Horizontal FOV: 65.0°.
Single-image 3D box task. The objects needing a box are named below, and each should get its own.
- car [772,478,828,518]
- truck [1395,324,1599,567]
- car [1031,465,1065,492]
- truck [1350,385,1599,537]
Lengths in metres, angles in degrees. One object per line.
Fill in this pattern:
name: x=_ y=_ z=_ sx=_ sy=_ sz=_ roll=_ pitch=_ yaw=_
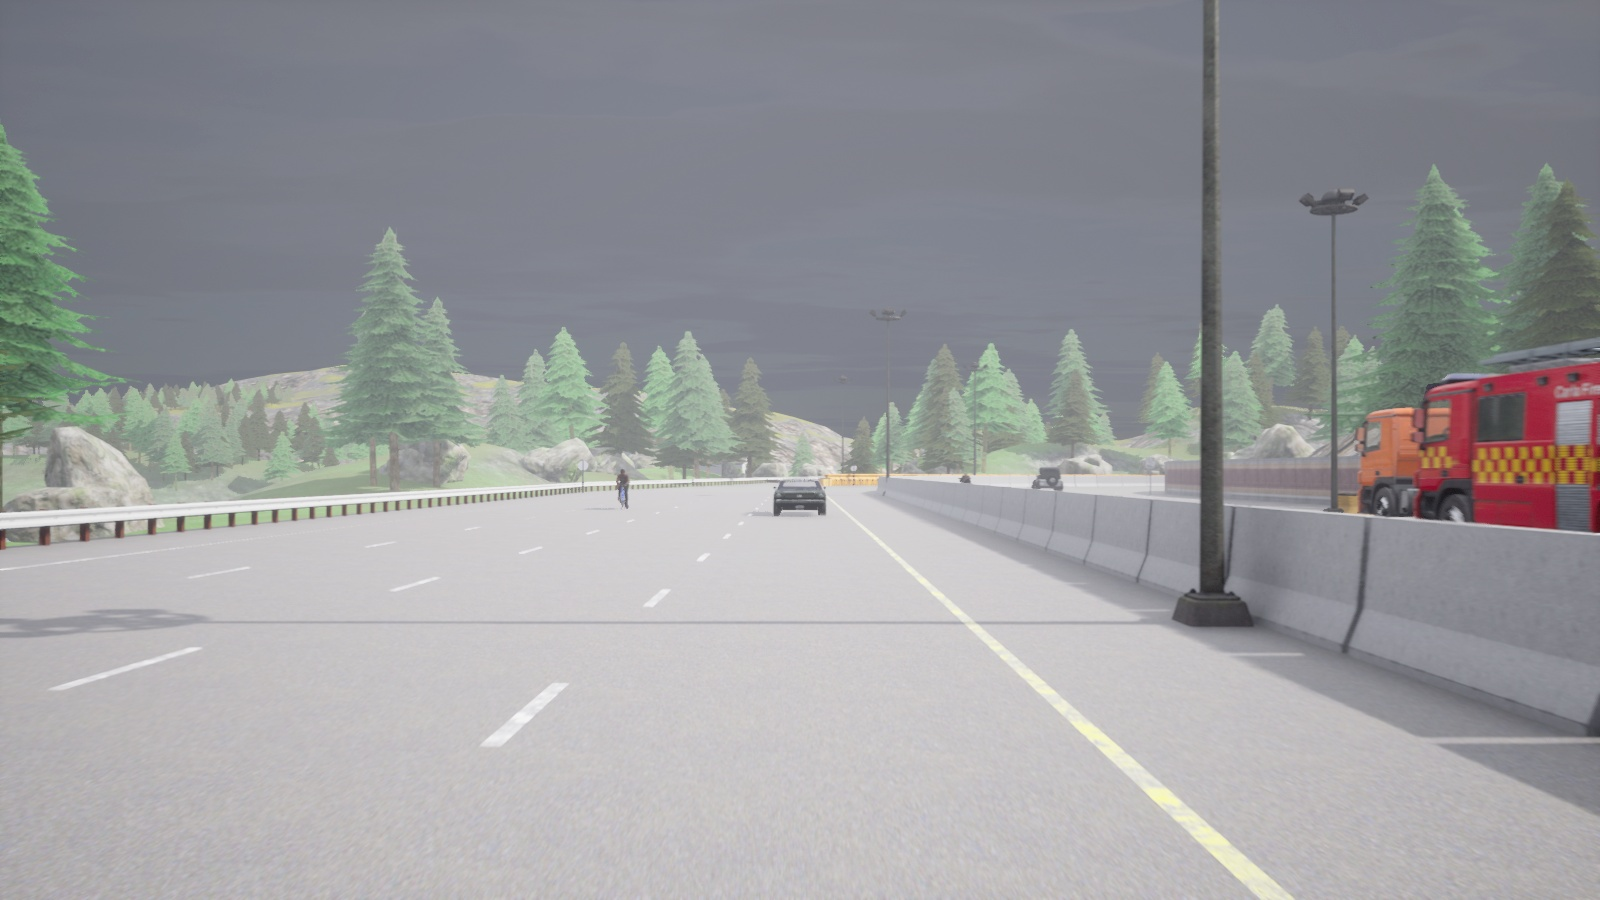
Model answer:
car: x=-0.008 y=1.661 z=44.589 sx=1.895 sy=1.301 sz=4.718 roll=0 pitch=-1 yaw=0
truck: x=14.012 y=-0.034 z=22.247 sx=2.891 sy=3.827 sz=8.468 roll=0 pitch=-1 yaw=0
car: x=17.614 y=2.036 z=89.388 sx=1.905 sy=1.878 sz=3.866 roll=-1 pitch=-1 yaw=5
truck: x=17.512 y=0.309 z=32.646 sx=2.891 sy=3.462 sz=7.936 roll=0 pitch=-1 yaw=0
